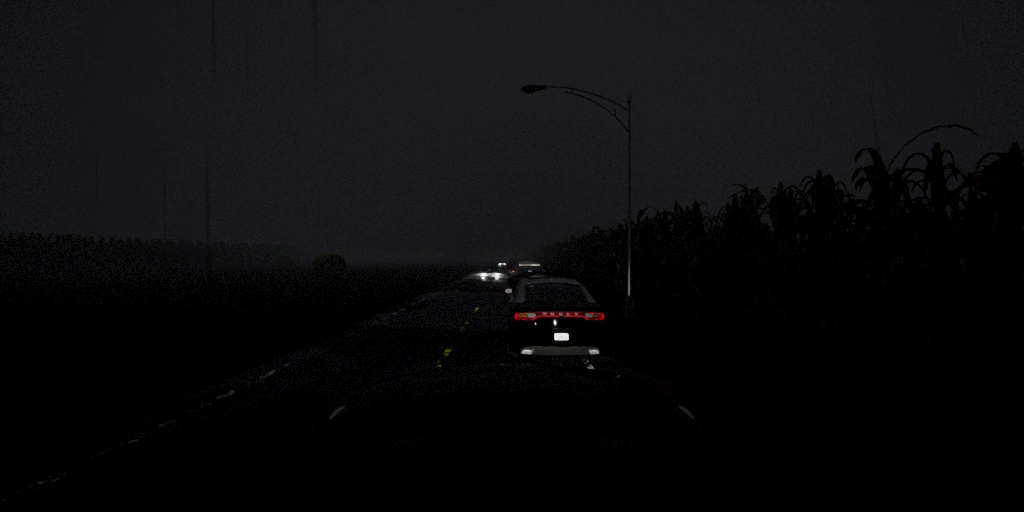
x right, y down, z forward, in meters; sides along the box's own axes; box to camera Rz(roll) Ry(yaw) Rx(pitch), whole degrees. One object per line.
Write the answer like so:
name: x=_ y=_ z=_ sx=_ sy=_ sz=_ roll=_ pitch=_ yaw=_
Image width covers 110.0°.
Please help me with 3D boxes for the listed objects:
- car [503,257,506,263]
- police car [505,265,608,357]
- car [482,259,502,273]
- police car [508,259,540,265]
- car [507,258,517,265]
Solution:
car: x=0.275 y=1.179 z=51.222 sx=2.128 sy=1.511 sz=4.902 roll=0 pitch=0 yaw=1
police car: x=0.858 y=1.173 z=8.709 sx=1.930 sy=1.638 sz=5.238 roll=0 pitch=0 yaw=0
car: x=-2.571 y=1.306 z=43.022 sx=1.895 sy=1.301 sz=4.718 roll=0 pitch=0 yaw=0
police car: x=0.901 y=1.166 z=18.709 sx=1.930 sy=1.638 sz=5.238 roll=0 pitch=0 yaw=0
car: x=0.926 y=1.084 z=24.568 sx=2.097 sy=1.767 sz=4.553 roll=0 pitch=0 yaw=0
